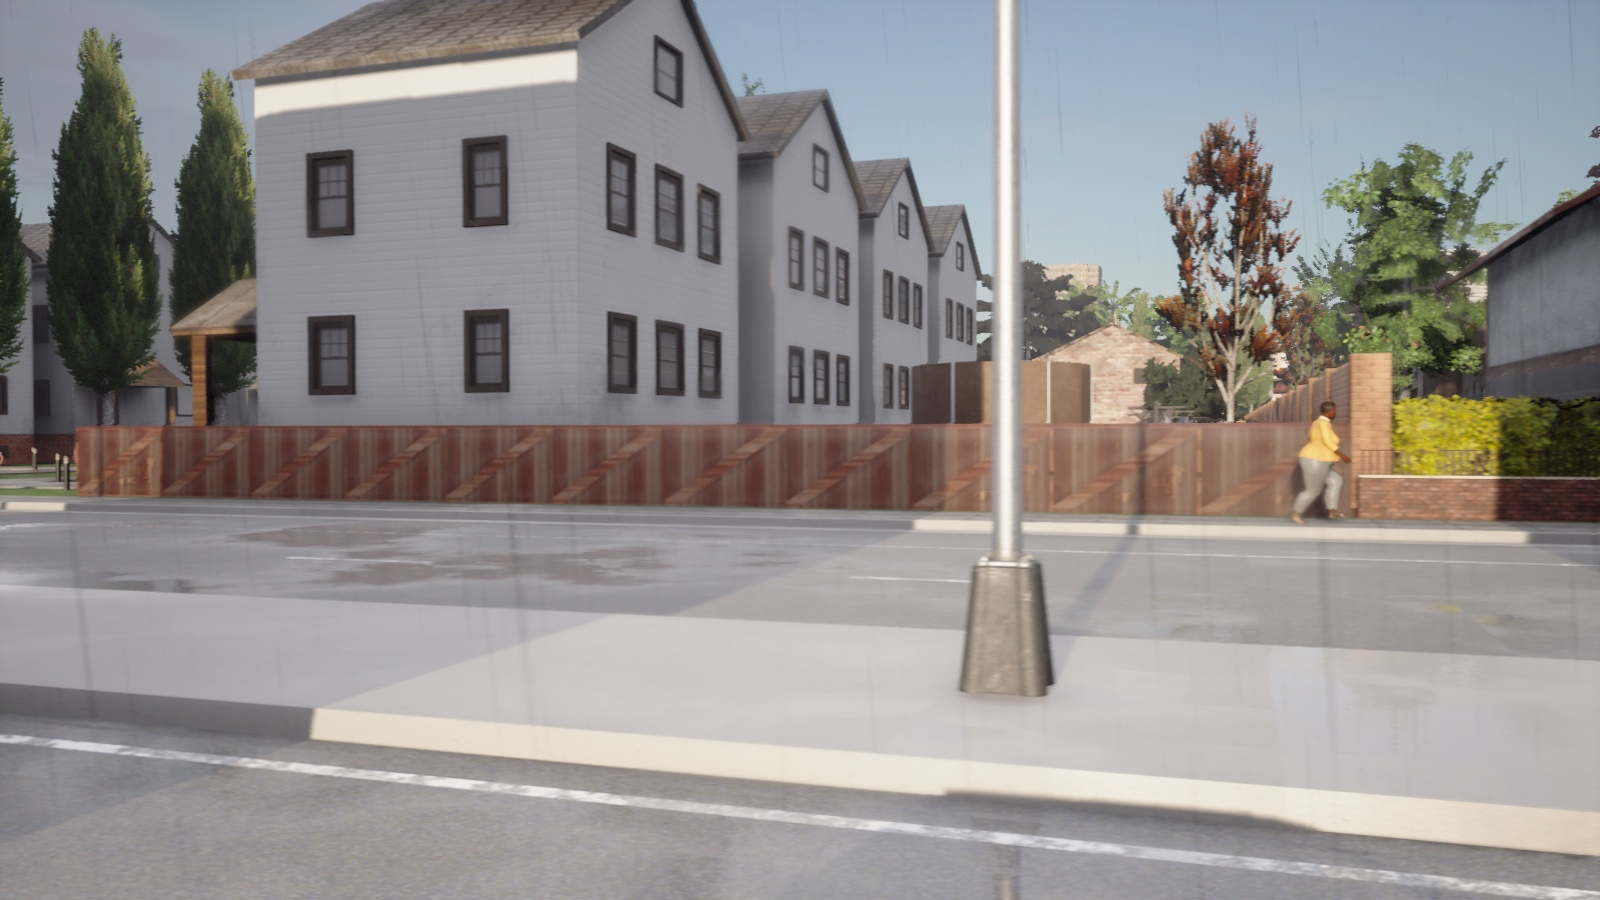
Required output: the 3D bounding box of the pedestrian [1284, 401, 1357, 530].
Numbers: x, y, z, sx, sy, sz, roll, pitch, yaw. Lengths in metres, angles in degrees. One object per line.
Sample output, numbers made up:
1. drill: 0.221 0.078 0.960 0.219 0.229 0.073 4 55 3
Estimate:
1. pedestrian: 7.669 0.213 18.546 0.900 1.855 0.874 1 1 18
